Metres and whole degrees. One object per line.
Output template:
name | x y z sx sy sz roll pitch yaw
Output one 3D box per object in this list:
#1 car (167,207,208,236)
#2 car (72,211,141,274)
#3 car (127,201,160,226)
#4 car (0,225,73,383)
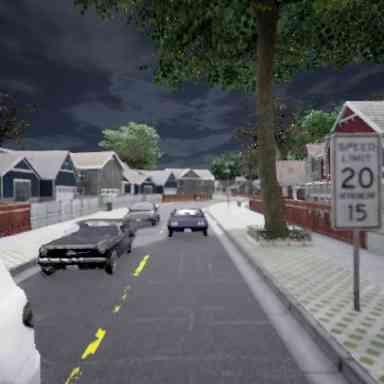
car | -0.223 1.433 17.236 1.895 1.301 4.718 -1 1 -1
car | -2.975 1.524 10.369 1.895 1.301 4.718 -1 1 -1
car | -3.101 1.343 21.579 1.812 1.442 4.674 -1 0 0
car | -2.441 1.238 0.430 2.150 2.045 5.566 -1 1 5
